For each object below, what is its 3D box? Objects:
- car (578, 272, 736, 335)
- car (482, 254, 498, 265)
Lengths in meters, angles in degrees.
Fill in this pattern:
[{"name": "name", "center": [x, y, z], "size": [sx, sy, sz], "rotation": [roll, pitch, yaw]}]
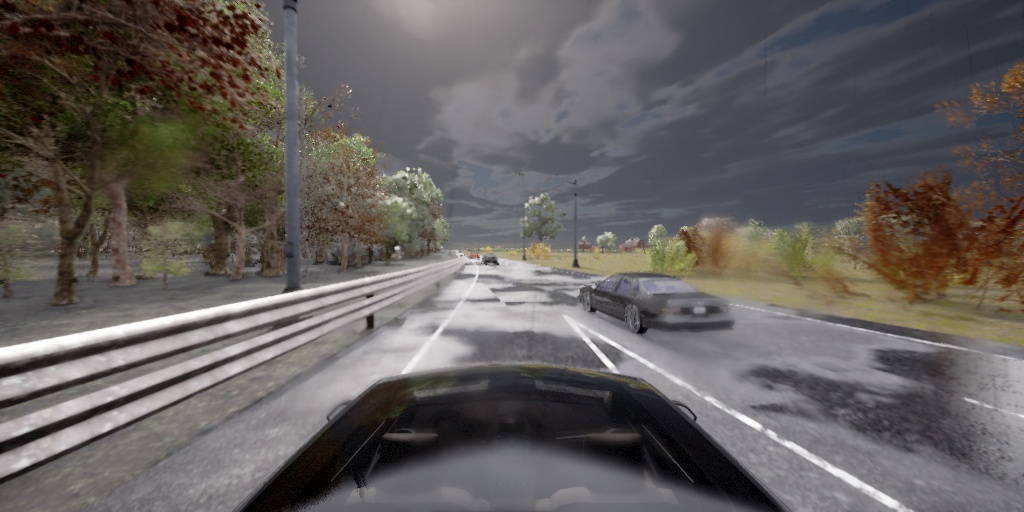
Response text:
[{"name": "car", "center": [3.581, 1.166, 10.109], "size": [2.033, 1.411, 5.357], "rotation": [0, 1, -10]}, {"name": "car", "center": [-3.080, 0.463, 49.865], "size": [1.837, 1.490, 4.892], "rotation": [0, 1, -10]}]
